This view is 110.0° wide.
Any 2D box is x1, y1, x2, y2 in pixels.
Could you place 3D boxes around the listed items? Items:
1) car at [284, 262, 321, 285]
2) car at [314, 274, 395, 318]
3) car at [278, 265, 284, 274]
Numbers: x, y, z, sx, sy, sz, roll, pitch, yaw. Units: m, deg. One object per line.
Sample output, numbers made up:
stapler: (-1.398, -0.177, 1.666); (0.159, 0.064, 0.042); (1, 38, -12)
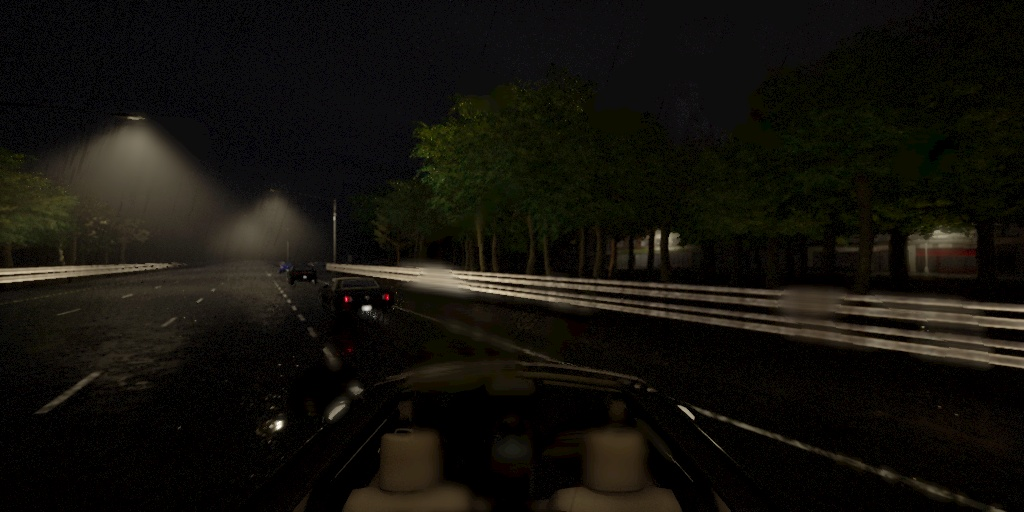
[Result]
car: (-17.501, 1.519, 29.834); (1.882, 1.535, 5.008); (0, -1, -35)
car: (-6.140, 1.470, 13.810); (1.895, 1.301, 4.718); (0, -1, -35)
car: (-32.221, 1.762, 51.540); (1.812, 1.442, 4.674); (0, -1, -30)
